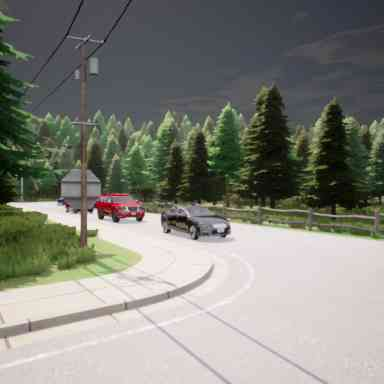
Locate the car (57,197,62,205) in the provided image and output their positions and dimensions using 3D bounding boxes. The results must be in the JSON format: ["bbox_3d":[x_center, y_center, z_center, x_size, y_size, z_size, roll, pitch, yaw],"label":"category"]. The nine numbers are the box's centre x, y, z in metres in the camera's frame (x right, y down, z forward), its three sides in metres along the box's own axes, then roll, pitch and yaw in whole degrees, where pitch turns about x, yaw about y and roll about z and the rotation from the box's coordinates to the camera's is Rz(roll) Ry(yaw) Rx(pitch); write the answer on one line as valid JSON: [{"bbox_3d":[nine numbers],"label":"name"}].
[{"bbox_3d":[-20.411,1.451,53.851,1.882,1.535,5.008,0,0,-34],"label":"car"}]

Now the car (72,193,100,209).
[{"bbox_3d":[-14.549,1.194,45.371,2.150,2.045,5.566,0,0,-34],"label":"car"}]

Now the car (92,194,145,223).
[{"bbox_3d":[-5.679,1.187,25.895,2.150,2.045,5.566,0,0,-34],"label":"car"}]

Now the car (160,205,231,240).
[{"bbox_3d":[0.046,1.457,17.001,2.128,1.511,4.902,0,0,-30],"label":"car"}]

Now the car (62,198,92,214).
[{"bbox_3d":[-11.829,1.574,34.963,1.895,1.301,4.718,0,0,-34],"label":"car"}]
